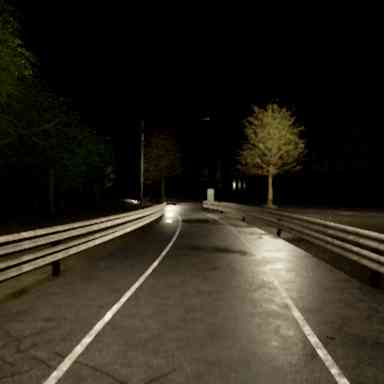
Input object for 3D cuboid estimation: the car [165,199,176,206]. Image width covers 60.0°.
[{"bbox_3d":[-4.417,2.034,63.366,1.895,1.301,4.718,0,0,-16],"label":"car"}]
